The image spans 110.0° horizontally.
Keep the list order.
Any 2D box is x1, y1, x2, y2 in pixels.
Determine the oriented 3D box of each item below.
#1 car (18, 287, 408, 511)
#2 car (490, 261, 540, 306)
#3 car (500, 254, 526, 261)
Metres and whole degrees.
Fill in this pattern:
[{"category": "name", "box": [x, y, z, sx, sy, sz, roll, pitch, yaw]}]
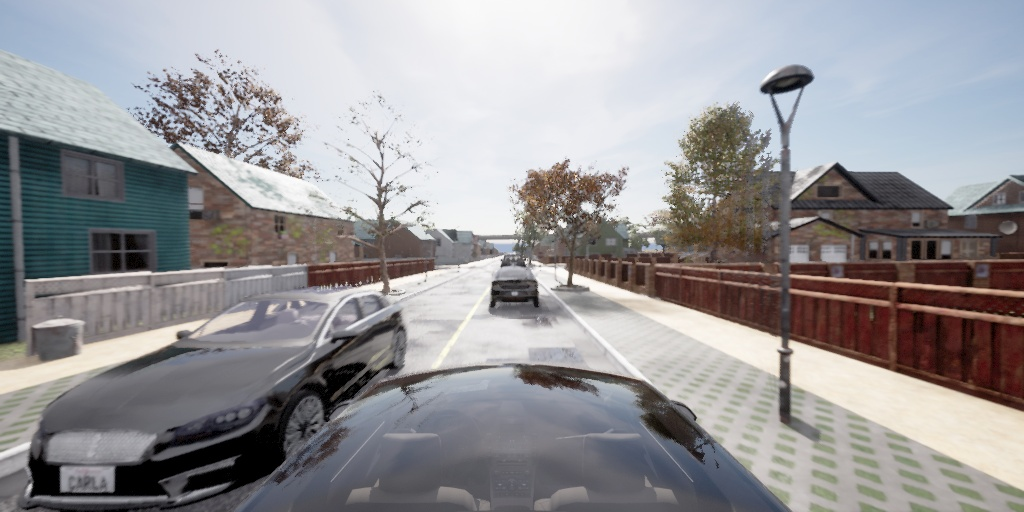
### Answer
[{"category": "car", "box": [-2.850, 1.226, 4.858, 2.128, 1.511, 4.902, 0, 0, 0]}, {"category": "car", "box": [0.100, 1.162, 15.248, 1.882, 1.535, 5.008, 0, 0, 0]}, {"category": "car", "box": [0.102, 0.823, 32.096, 2.150, 2.045, 5.566, 0, 0, 0]}]
